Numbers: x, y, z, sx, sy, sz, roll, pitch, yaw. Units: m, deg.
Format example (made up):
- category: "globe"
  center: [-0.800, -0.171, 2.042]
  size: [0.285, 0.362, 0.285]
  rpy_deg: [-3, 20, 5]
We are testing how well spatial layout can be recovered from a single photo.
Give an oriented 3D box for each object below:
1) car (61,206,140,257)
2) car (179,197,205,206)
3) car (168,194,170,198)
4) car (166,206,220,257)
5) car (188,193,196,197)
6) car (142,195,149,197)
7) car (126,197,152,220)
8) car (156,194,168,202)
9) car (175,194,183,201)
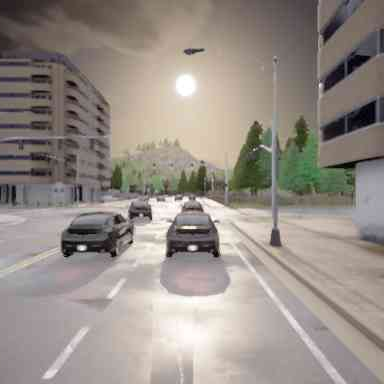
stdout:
- category: "car"
  center: [-3.457, 1.505, 12.940]
  size: [1.837, 1.490, 4.892]
  rpy_deg: [0, 0, 1]
- category: "car"
  center: [0.047, 1.477, 27.928]
  size: [1.837, 1.490, 4.892]
  rpy_deg: [0, 1, 1]
- category: "car"
  center: [-7.003, 1.233, 90.509]
  size: [1.812, 1.442, 4.674]
  rpy_deg: [0, 0, 0]
- category: "car"
  center: [0.043, 1.505, 12.950]
  size: [1.837, 1.490, 4.892]
  rpy_deg: [0, 0, 1]
- category: "car"
  center: [-0.003, 1.516, 86.924]
  size: [1.812, 1.442, 4.674]
  rpy_deg: [0, 0, 0]
- category: "car"
  center: [-10.502, 1.521, 74.906]
  size: [2.128, 1.511, 4.902]
  rpy_deg: [0, 0, 0]
- category: "car"
  center: [-4.399, 1.474, 27.804]
  size: [1.837, 1.490, 4.892]
  rpy_deg: [0, 1, -12]
- category: "car"
  center: [-7.002, 1.520, 74.900]
  size: [1.812, 1.442, 4.674]
  rpy_deg: [0, 0, 0]
- category: "car"
  center: [-3.503, 1.518, 86.327]
  size: [2.128, 1.511, 4.902]
  rpy_deg: [0, 0, 0]
